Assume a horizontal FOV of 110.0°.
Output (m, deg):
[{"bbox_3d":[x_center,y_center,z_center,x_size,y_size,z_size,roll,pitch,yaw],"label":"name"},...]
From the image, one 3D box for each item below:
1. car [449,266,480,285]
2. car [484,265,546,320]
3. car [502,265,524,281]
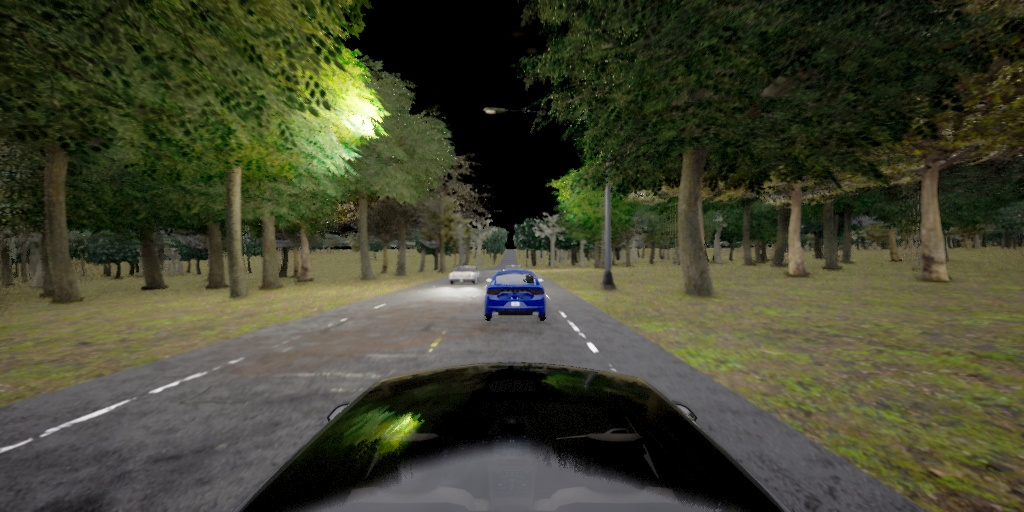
[{"bbox_3d":[-3.497,1.422,27.020,1.895,1.301,4.718,0,0,0],"label":"car"},{"bbox_3d":[0.101,1.226,12.735,1.882,1.535,5.008,0,0,0],"label":"car"},{"bbox_3d":[0.103,1.484,33.042,1.895,1.301,4.718,0,-1,0],"label":"car"}]
